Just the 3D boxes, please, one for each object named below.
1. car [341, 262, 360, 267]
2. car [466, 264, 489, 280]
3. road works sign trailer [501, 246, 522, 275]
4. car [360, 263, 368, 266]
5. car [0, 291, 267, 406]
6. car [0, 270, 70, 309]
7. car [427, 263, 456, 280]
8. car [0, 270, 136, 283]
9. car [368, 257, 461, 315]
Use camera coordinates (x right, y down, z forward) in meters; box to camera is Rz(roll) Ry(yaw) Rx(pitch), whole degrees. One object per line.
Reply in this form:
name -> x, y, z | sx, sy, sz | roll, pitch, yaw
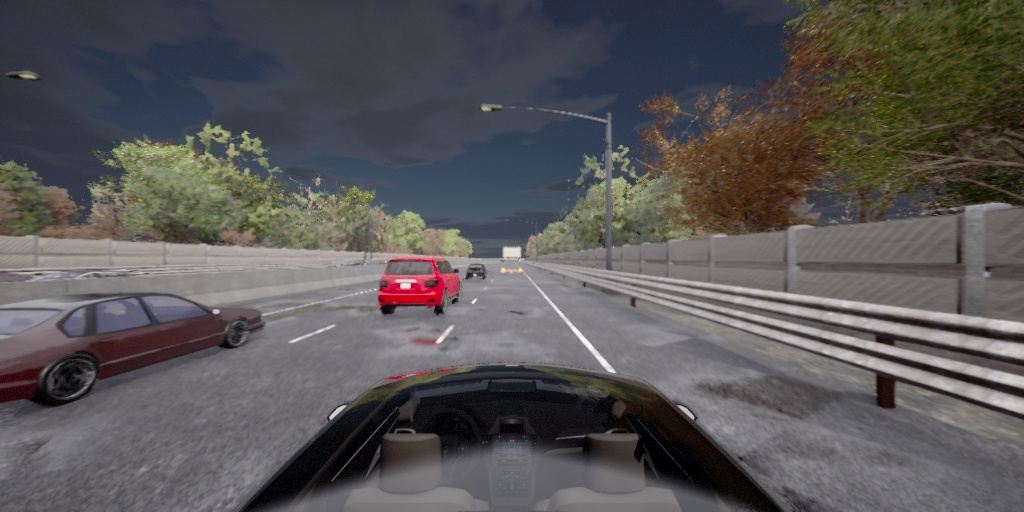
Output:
car -> -24.527, 1.633, 55.143 | 1.882, 1.535, 5.008 | 0, 0, 1
car -> -3.400, 1.503, 35.410 | 1.837, 1.490, 4.892 | 0, 0, 0
road works sign trailer -> -0.001, 0.540, 45.088 | 2.380, 3.560, 2.880 | 0, 0, 0
car -> -21.030, 1.510, 55.291 | 2.097, 1.767, 4.553 | 0, 0, 1
car -> -6.899, 1.328, 6.227 | 2.033, 1.411, 5.357 | 0, 0, 0
car -> -21.093, 1.361, 14.022 | 1.812, 1.442, 4.674 | 0, 0, 0
car -> -6.900, 1.475, 35.427 | 1.882, 1.535, 5.008 | 0, 0, 0
car -> -17.594, 1.331, 14.499 | 2.128, 1.511, 4.902 | 0, -1, 0
car -> -3.398, 1.060, 14.127 | 2.150, 2.045, 5.566 | 0, 0, 0
